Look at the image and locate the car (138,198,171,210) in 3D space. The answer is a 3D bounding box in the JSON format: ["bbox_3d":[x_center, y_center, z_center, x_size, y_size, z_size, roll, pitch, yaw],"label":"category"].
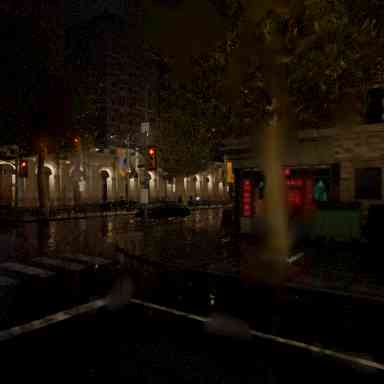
[{"bbox_3d":[-4.913,1.560,43.889,1.994,1.385,4.181,0,0,35],"label":"car"}]

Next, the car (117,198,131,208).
[{"bbox_3d":[-10.214,1.590,47.895,1.895,1.301,4.718,0,0,36],"label":"car"}]

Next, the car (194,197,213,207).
[{"bbox_3d":[1.339,1.543,52.533,2.033,1.411,5.357,0,0,36],"label":"car"}]

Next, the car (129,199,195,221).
[{"bbox_3d":[-2.292,1.545,27.429,2.033,1.411,5.357,0,0,35],"label":"car"}]

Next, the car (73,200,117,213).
[{"bbox_3d":[-10.674,1.560,35.884,1.994,1.385,4.181,0,0,36],"label":"car"}]
